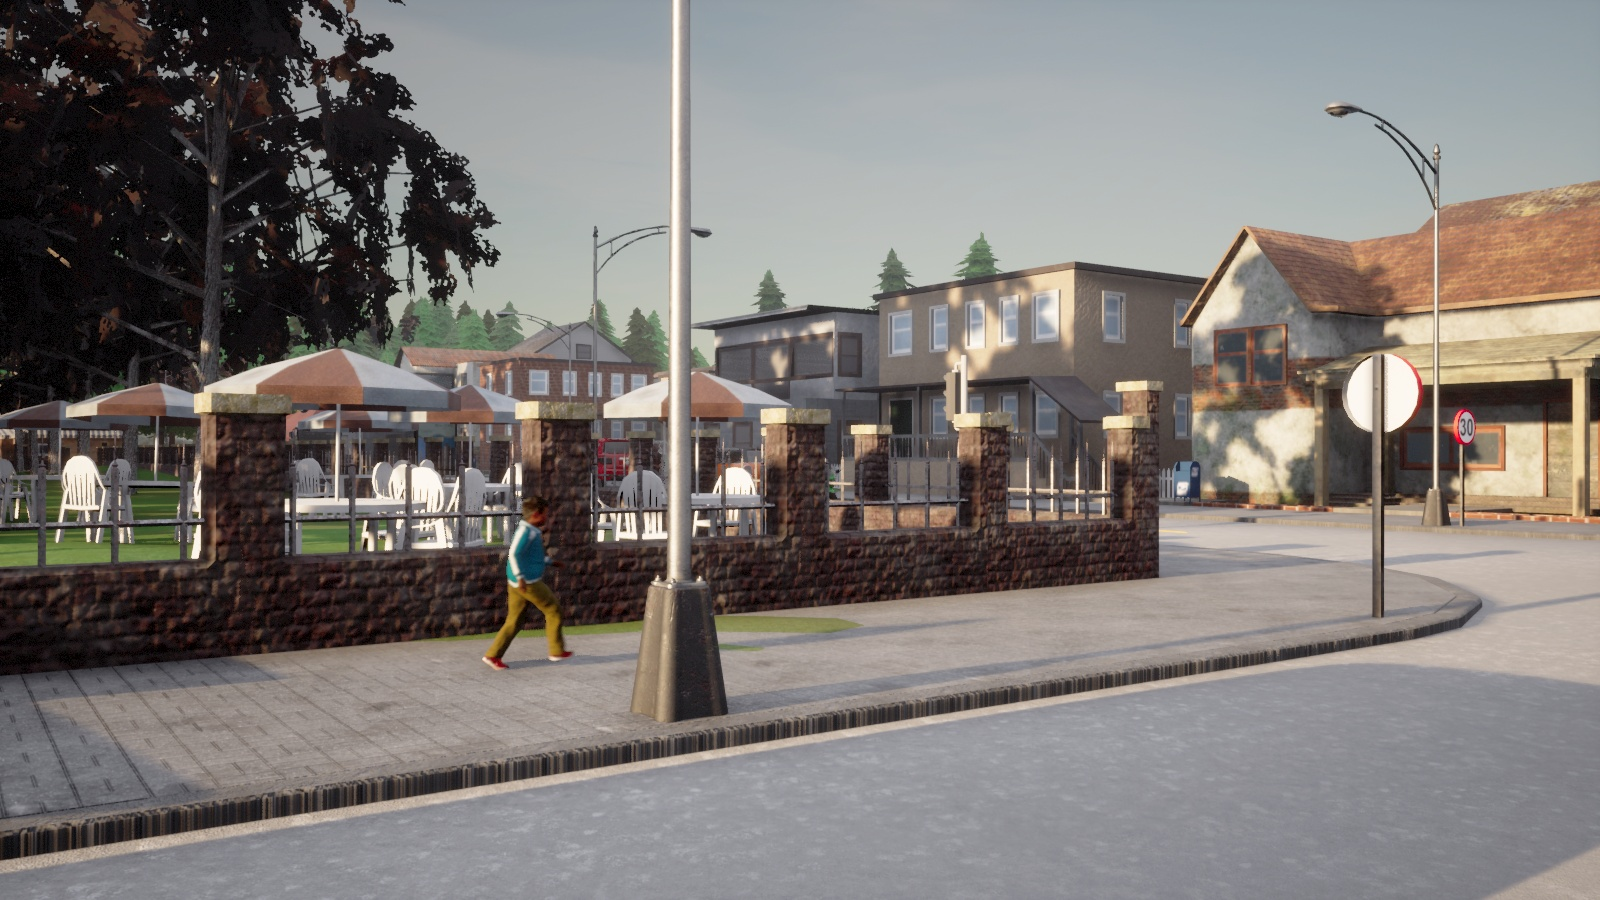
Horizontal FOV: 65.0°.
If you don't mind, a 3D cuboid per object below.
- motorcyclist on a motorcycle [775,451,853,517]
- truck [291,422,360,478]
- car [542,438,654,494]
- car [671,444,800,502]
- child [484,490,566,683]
[{"bbox_3d":[0.314,0.799,30.235,0.797,1.523,2.044,0,0,-37],"label":"motorcyclist on a motorcycle"},{"bbox_3d":[-30.828,0.028,81.443,2.891,3.462,7.936,0,0,-30],"label":"truck"},{"bbox_3d":[-7.976,0.601,49.126,2.150,2.045,5.566,0,0,-35],"label":"car"},{"bbox_3d":[-2.156,0.709,40.807,2.097,1.767,4.553,0,0,-35],"label":"car"},{"bbox_3d":[-1.771,0.858,8.079,0.448,1.192,0.343,0,0,-26],"label":"child"}]
